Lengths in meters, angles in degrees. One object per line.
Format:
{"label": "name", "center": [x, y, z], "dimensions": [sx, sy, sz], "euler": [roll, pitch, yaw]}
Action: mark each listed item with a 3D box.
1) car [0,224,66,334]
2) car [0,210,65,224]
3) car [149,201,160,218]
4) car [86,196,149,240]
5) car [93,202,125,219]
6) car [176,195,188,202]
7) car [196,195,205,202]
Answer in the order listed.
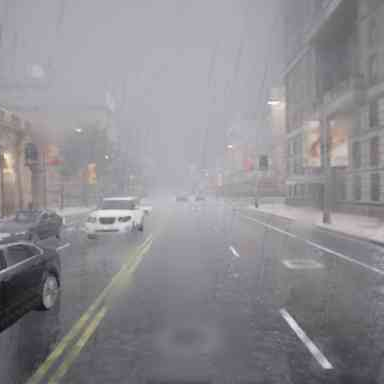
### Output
{"label": "car", "center": [-3.642, 1.539, 5.030], "dimensions": [2.128, 1.511, 4.902], "euler": [-1, 0, 0]}
{"label": "car", "center": [-7.326, 1.586, 15.075], "dimensions": [2.128, 1.511, 4.902], "euler": [-1, 0, -1]}
{"label": "car", "center": [-4.118, 1.570, 31.066], "dimensions": [1.812, 1.442, 4.674], "euler": [-1, 1, -1]}
{"label": "car", "center": [-3.873, 1.269, 17.702], "dimensions": [2.150, 2.045, 5.566], "euler": [-1, 0, -1]}
{"label": "car", "center": [-7.618, 1.693, 31.110], "dimensions": [1.895, 1.301, 4.718], "euler": [-1, 0, -1]}
{"label": "car", "center": [-2.145, 1.418, 73.562], "dimensions": [1.882, 1.535, 5.008], "euler": [-1, 0, 13]}
{"label": "car", "center": [1.796, 1.310, 72.992], "dimensions": [1.812, 1.442, 4.674], "euler": [-1, 0, -2]}
